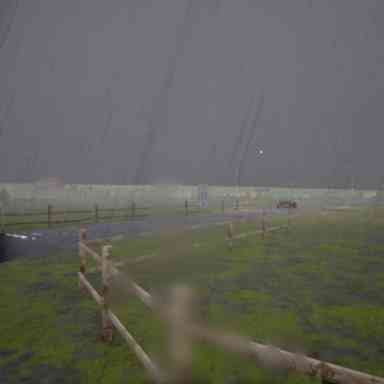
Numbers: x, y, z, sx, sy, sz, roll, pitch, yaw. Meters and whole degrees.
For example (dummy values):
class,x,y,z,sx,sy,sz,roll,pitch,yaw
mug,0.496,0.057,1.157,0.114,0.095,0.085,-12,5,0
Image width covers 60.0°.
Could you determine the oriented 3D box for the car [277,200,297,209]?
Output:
class,x,y,z,sx,sy,sz,roll,pitch,yaw
car,14.314,1.830,49.943,1.994,1.385,4.181,2,1,35
